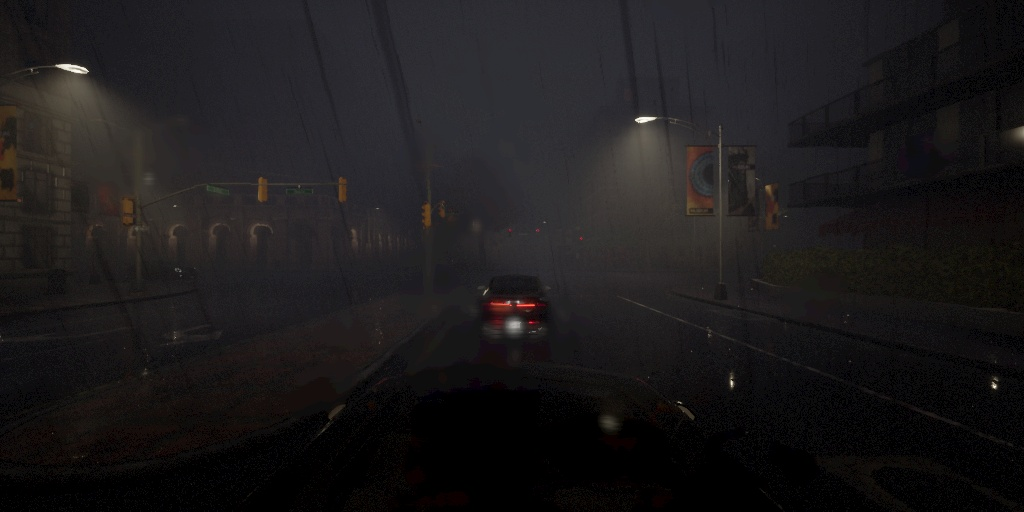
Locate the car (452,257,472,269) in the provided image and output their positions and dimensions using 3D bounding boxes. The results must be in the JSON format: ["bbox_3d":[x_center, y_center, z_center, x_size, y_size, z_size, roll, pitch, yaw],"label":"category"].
[{"bbox_3d":[-8.054,1.275,58.349,1.812,1.442,4.674,0,0,0],"label":"car"}]

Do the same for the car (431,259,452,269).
[{"bbox_3d":[-11.545,1.275,58.574,1.812,1.442,4.674,0,0,0],"label":"car"}]

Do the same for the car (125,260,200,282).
[{"bbox_3d":[-27.759,1.102,28.579,4.553,1.767,2.097,0,0,0],"label":"car"}]

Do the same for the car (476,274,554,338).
[{"bbox_3d":[0.077,1.255,10.153,1.837,1.490,4.892,0,0,0],"label":"car"}]
